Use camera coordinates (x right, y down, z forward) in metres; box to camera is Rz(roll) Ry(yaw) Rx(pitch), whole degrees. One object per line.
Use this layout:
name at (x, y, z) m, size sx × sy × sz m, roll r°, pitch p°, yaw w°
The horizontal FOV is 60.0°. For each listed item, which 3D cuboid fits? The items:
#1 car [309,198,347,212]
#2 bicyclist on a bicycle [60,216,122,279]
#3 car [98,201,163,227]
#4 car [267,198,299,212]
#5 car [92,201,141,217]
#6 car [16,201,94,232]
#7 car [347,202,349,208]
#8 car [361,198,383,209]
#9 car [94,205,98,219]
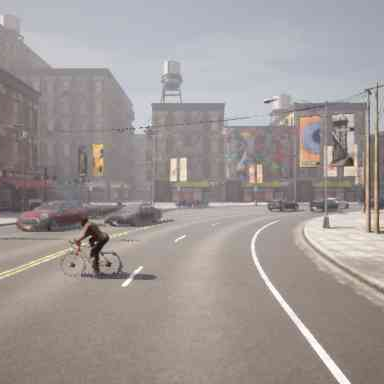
car at (15.602, 1.505, 38.728) m, size 4.892 × 1.490 × 1.837 m, roll 0°, pitch 0°, yaw -39°
bicyclist on a bicycle at (-2.665, 1.454, 8.724) m, size 1.656 × 1.620 × 0.582 m, roll -2°, pitch 0°, yaw 3°
car at (-3.869, 1.548, 23.176) m, size 2.033 × 1.411 × 5.357 m, roll 0°, pitch 0°, yaw 21°
car at (10.768, 1.491, 39.205) m, size 4.902 × 1.511 × 2.128 m, roll 0°, pitch 0°, yaw -44°
car at (-7.237, 1.595, 32.440) m, size 1.895 × 1.301 × 4.718 m, roll 0°, pitch 0°, yaw 31°
car at (-8.356, 1.352, 20.311) m, size 2.097 × 1.767 × 4.553 m, roll 0°, pitch 0°, yaw 16°
car at (19.155, 1.526, 44.983) m, size 4.674 × 1.442 × 1.812 m, roll 0°, pitch 0°, yaw -27°
car at (24.176, 1.526, 43.323) m, size 4.674 × 1.442 × 1.812 m, roll 0°, pitch 0°, yaw -20°
car at (-9.485, 1.520, 27.168) m, size 2.002 × 1.452 × 4.674 m, roll 0°, pitch 0°, yaw 21°
